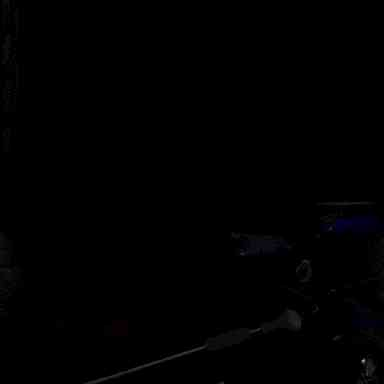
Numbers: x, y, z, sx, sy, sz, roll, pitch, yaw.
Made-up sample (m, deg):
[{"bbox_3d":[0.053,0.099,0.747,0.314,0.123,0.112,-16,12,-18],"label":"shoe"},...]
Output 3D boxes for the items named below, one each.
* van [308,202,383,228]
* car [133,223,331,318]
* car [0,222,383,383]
[{"bbox_3d":[7.074,1.342,15.444,3.998,1.788,1.690,0,0,-36],"label":"van"},{"bbox_3d":[1.146,1.601,8.059,4.718,1.301,1.895,0,0,-35],"label":"car"},{"bbox_3d":[-0.029,1.352,3.290,4.553,1.767,2.097,0,0,-35],"label":"car"}]
